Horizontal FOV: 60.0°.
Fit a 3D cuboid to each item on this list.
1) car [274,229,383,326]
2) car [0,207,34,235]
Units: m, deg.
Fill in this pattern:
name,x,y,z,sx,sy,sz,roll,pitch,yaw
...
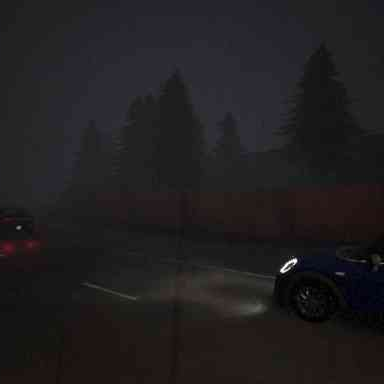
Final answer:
name,x,y,z,sx,sy,sz,roll,pitch,yaw
car,3.787,1.369,5.743,4.553,1.767,2.097,0,0,36
car,-10.551,1.635,18.965,2.128,1.511,4.902,0,0,-42
